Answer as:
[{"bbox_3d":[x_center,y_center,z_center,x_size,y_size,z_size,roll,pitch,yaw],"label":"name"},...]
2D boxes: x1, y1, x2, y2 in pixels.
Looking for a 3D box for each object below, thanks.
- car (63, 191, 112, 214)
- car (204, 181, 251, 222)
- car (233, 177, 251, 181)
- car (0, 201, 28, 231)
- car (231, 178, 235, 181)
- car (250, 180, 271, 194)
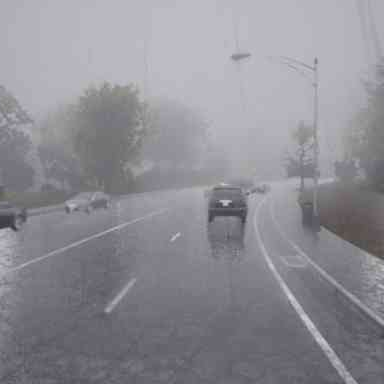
[{"bbox_3d":[-7.679,0.712,24.908,2.128,1.511,4.902,0,3,11],"label":"car"},{"bbox_3d":[2.319,0.600,20.482,2.150,2.045,5.566,0,3,11],"label":"car"},{"bbox_3d":[7.015,-1.145,46.981,2.150,2.045,5.566,0,4,26],"label":"car"},{"bbox_3d":[-9.404,1.162,14.801,2.128,1.511,4.902,0,2,7],"label":"car"},{"bbox_3d":[2.869,-0.289,36.667,2.097,1.767,4.553,0,4,21],"label":"car"},{"bbox_3d":[8.582,-0.462,41.508,1.895,1.301,4.718,0,4,23],"label":"car"}]
